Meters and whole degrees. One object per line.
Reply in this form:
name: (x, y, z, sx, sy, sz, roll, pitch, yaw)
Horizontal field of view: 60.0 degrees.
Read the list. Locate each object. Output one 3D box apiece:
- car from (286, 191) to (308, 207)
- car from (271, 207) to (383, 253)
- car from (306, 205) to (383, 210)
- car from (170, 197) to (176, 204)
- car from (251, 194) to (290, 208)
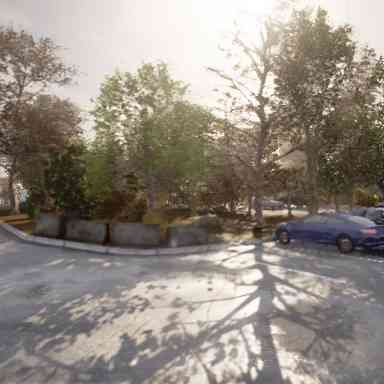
car: (13.132, 0.935, 42.898, 2.150, 2.045, 5.566, -4, 3, -35)
car: (5.612, 1.547, 13.826, 2.002, 1.452, 4.674, 0, 0, -35)
car: (8.279, 1.494, 15.728, 2.231, 1.521, 4.892, 0, 0, -36)
car: (-1.247, 1.233, 53.100, 4.674, 1.442, 1.812, 1, 2, 14)
car: (9.544, 1.387, 42.153, 1.812, 1.442, 4.674, -4, 3, -36)
